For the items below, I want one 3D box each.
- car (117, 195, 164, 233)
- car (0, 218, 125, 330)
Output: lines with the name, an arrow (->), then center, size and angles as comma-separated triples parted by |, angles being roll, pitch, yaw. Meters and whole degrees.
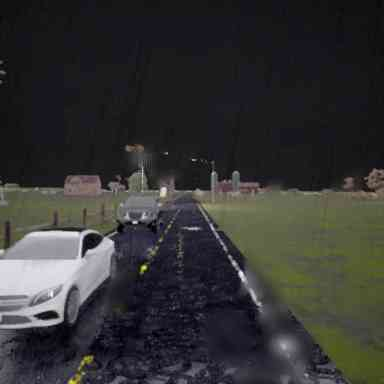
car -> -2.934, 1.218, 19.897 | 2.150, 2.045, 5.566 | 0, 0, 0
car -> -2.870, 1.529, 7.094 | 1.812, 1.442, 4.674 | 0, 0, 0
